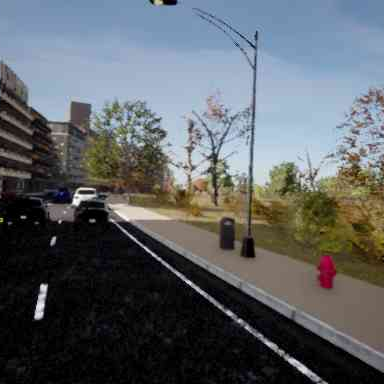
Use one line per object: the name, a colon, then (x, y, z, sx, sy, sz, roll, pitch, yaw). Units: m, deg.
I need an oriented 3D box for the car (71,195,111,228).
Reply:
car: (-5.756, 1.166, 19.088, 1.837, 1.490, 4.892, 2, 0, -18)

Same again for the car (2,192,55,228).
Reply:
car: (-8.873, 1.008, 18.223, 1.882, 1.535, 5.008, 2, 0, -20)

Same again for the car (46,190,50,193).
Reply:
car: (-24.335, 0.331, 57.982, 1.994, 1.385, 4.181, 2, 0, -17)

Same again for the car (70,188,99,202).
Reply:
car: (-10.333, 0.640, 32.525, 2.150, 2.045, 5.566, 2, 0, -17)

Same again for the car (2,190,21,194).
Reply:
car: (-24.426, 0.389, 45.495, 1.895, 1.301, 4.718, 2, 0, -15)

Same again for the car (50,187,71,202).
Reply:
car: (-17.563, 0.296, 45.557, 2.150, 2.045, 5.566, 2, 0, -16)
